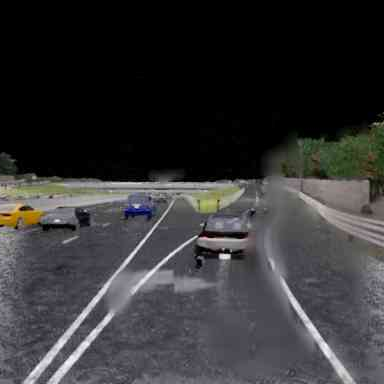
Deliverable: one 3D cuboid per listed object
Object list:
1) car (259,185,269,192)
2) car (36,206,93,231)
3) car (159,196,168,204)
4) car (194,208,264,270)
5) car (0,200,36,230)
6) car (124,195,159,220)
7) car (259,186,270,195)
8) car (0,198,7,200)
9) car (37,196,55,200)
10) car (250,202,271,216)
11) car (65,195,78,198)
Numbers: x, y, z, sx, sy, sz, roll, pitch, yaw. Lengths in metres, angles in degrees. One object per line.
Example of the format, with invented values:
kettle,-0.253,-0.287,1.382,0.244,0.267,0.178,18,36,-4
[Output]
car,17.438,-0.803,81.105,2.128,1.511,4.902,0,3,8
car,-7.528,1.570,20.441,1.994,1.385,4.181,0,0,-2
car,-5.458,1.428,60.778,1.837,1.490,4.892,0,0,-2
car,1.224,1.518,11.263,2.128,1.511,4.902,1,0,8
car,-11.043,1.473,20.915,1.882,1.535,5.008,0,0,-2
car,-4.360,1.249,28.376,2.150,2.045,5.566,0,0,-2
car,15.657,-0.106,70.761,2.033,1.411,5.357,0,3,10
car,-25.955,1.508,44.624,1.994,1.385,4.181,0,0,-2
car,-26.466,1.377,60.392,1.812,1.442,4.674,0,0,-2
car,6.957,1.628,33.488,1.895,1.301,4.718,0,1,16
car,-27.028,1.379,75.189,1.895,1.301,4.718,0,0,-2
